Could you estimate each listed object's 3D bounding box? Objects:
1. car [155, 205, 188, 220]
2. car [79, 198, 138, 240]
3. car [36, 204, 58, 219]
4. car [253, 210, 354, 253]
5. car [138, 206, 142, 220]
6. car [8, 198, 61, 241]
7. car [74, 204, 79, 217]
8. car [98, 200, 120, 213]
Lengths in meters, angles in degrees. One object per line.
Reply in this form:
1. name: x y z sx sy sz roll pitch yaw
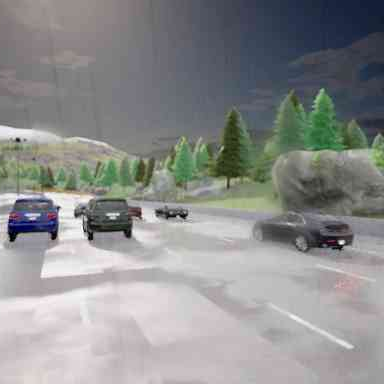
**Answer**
1. car: -2.006 1.824 30.388 1.895 1.301 4.718 0 -1 -21
2. car: -4.705 1.338 18.119 2.150 2.045 5.566 0 -1 -21
3. car: -14.583 1.931 33.679 1.895 1.301 4.718 0 -1 -21
4. car: 4.420 1.546 14.043 1.837 1.490 4.892 0 0 -21
5. car: -5.971 1.729 30.905 1.882 1.535 5.008 0 -1 -21
6. car: -8.375 1.354 17.888 2.150 2.045 5.566 0 -1 -21
7. car: -11.353 1.888 35.028 1.994 1.385 4.181 0 -1 -21
8. car: -10.831 1.898 43.266 2.128 1.511 4.902 0 -1 -21
